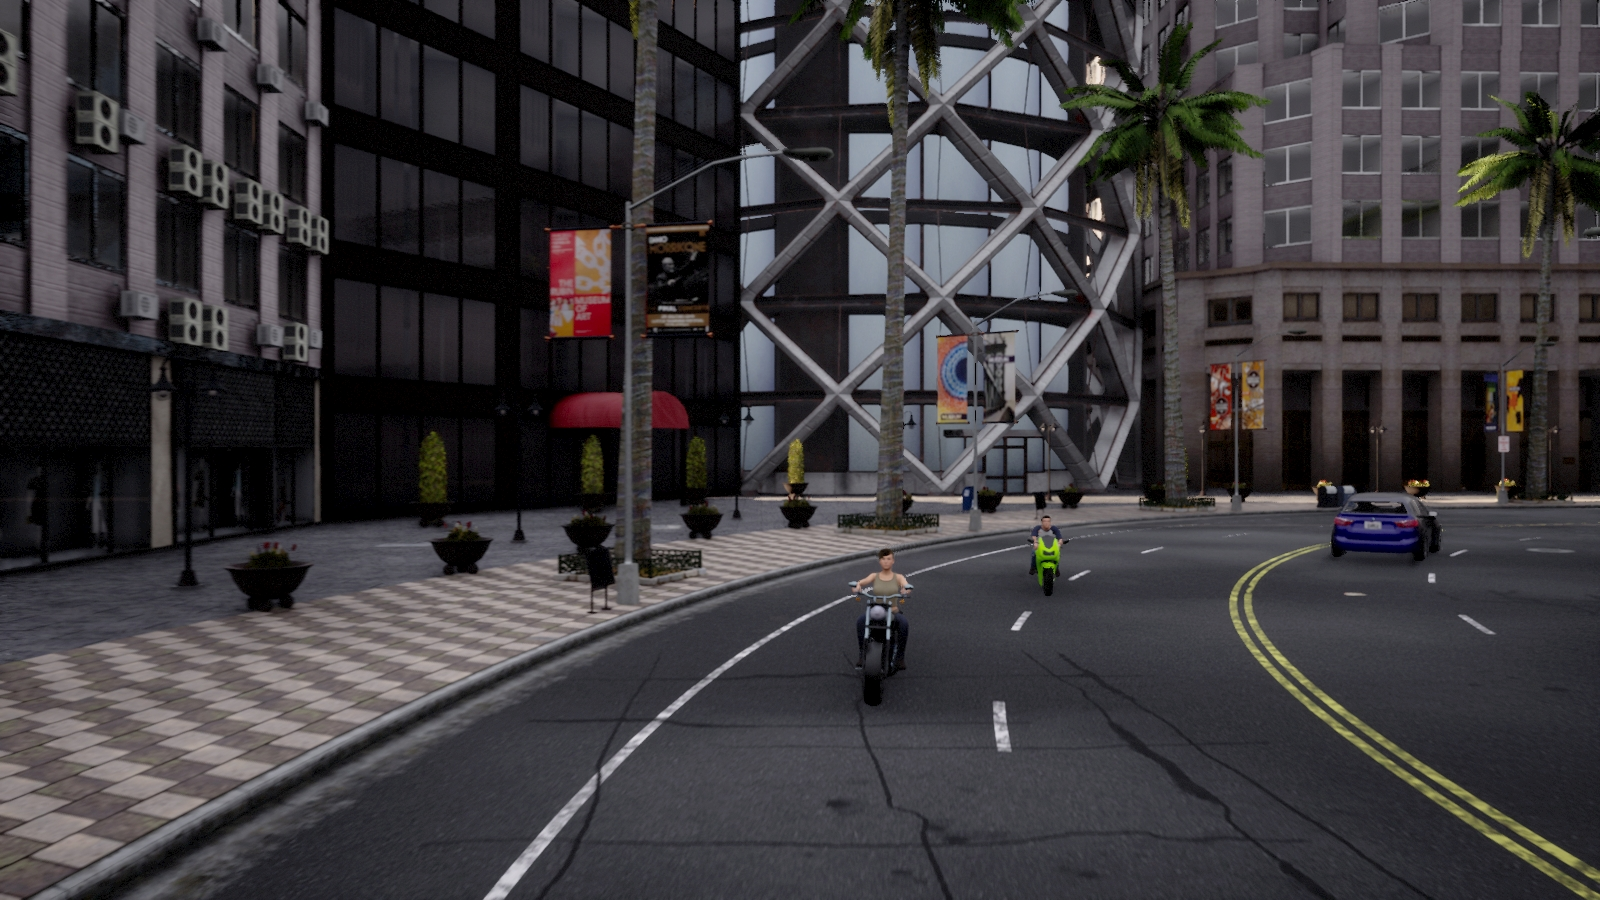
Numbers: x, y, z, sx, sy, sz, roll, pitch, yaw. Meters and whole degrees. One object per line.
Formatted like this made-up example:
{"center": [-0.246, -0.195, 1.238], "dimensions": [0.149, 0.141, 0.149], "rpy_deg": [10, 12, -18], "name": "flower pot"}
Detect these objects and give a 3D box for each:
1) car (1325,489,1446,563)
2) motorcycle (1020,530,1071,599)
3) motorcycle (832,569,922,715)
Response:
{"center": [15.831, 1.973, 30.775], "dimensions": [2.242, 1.667, 4.611], "rpy_deg": [0, 0, 35], "name": "car"}
{"center": [4.797, 2.215, 22.423], "dimensions": [0.803, 1.145, 2.033], "rpy_deg": [1, 0, 8], "name": "motorcycle"}
{"center": [0.946, 2.170, 13.392], "dimensions": [0.764, 1.277, 2.356], "rpy_deg": [1, 0, 11], "name": "motorcycle"}
